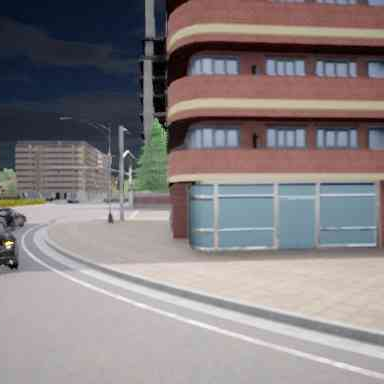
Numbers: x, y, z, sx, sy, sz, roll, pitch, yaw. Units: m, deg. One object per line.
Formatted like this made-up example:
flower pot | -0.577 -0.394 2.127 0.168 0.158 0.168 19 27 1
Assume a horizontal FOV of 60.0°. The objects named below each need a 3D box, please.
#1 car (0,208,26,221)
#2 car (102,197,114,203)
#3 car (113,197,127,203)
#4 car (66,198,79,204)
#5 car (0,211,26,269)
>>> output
car | -12.276 1.770 21.615 2.033 1.411 5.357 0 0 -16
car | -22.639 2.222 88.704 2.033 1.411 5.357 0 0 -5
car | -19.154 2.181 89.022 1.812 1.442 4.674 0 0 -5
car | -28.950 2.237 80.837 2.033 1.411 5.357 0 0 -5
car | -6.925 1.624 10.866 1.837 1.490 4.892 0 0 -35
